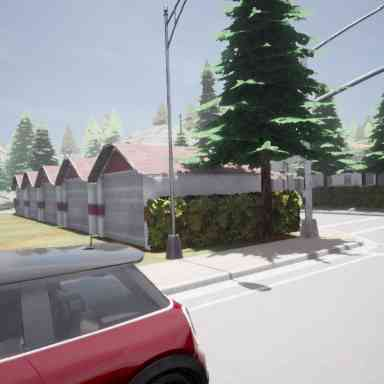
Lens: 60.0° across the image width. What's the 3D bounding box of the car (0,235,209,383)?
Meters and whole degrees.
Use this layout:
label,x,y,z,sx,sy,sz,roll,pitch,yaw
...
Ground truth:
label,x,y,z,sx,sy,sz,roll,pitch,yaw
car,-2.127,1.357,2.481,4.553,1.767,2.097,-2,1,-36
